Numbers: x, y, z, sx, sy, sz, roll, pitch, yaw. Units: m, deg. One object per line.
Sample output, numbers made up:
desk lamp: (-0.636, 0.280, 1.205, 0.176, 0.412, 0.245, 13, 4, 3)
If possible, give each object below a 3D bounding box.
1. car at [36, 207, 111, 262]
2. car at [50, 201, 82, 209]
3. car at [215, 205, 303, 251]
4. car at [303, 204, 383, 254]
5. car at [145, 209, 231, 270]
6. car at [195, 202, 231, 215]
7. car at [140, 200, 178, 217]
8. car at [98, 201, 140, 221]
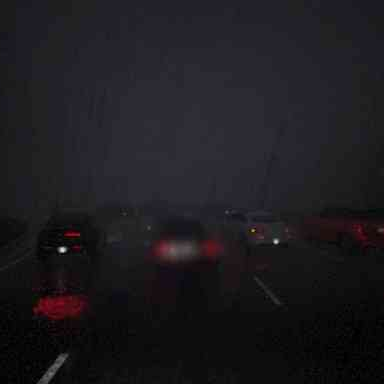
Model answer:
car: (-4.182, 1.477, 12.084, 1.837, 1.490, 4.892, 0, -1, -10)
car: (-9.422, 1.430, 24.901, 1.882, 1.535, 5.008, 0, 0, -32)
car: (2.541, 1.498, 14.022, 1.812, 1.442, 4.674, 0, 0, -11)
car: (6.169, 1.325, 13.549, 2.097, 1.767, 4.553, 0, 0, -10)
car: (-0.438, 1.526, 11.013, 2.033, 1.411, 5.357, 0, 0, -8)
car: (1.925, 1.497, 26.311, 2.033, 1.411, 5.357, 0, 0, -27)
car: (-2.972, 1.424, 27.764, 1.882, 1.535, 5.008, 0, 0, -31)
car: (-6.186, 1.427, 26.326, 1.882, 1.535, 5.008, 0, 0, -32)
